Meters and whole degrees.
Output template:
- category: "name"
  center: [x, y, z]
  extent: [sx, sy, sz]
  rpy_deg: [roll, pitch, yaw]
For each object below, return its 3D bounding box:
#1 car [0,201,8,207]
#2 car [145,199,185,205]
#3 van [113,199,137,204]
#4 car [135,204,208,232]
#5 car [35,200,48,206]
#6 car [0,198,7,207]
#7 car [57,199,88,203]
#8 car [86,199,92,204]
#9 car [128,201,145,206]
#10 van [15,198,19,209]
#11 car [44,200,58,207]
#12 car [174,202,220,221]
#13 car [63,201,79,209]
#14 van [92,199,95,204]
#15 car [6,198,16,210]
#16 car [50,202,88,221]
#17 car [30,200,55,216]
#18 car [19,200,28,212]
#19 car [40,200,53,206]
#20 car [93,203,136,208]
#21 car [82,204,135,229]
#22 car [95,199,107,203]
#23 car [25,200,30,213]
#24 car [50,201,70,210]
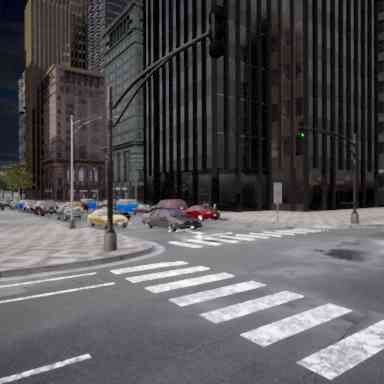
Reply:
- category: "car"
  center: [-44.426, 2.770, 78.044]
  extent: [1.802, 1.307, 4.206]
  rpy_deg: [-1, 0, -35]
- category: "car"
  center: [-2.336, 1.667, 33.646]
  extent: [2.192, 1.841, 5.009]
  rpy_deg: [-1, 0, -35]
- category: "van"
  center: [-8.228, 1.831, 41.940]
  extent: [1.690, 1.788, 3.998]
  rpy_deg: [-1, 0, -35]
- category: "car"
  center: [-1.528, 1.793, 22.414]
  extent: [2.033, 1.411, 5.357]
  rpy_deg: [0, -1, -36]
- category: "car"
  center: [-37.786, 2.708, 83.418]
  extent: [2.008, 1.369, 4.403]
  rpy_deg: [-1, 0, -35]
- category: "car"
  center: [-41.308, 2.666, 73.665]
  extent: [1.887, 1.381, 4.507]
  rpy_deg: [-1, 0, -35]
- category: "car"
  center: [-15.022, 2.040, 41.388]
  extent: [1.882, 1.535, 5.008]
  rpy_deg: [0, -1, -35]
- category: "car"
  center: [-16.997, 2.131, 49.565]
  extent: [1.882, 1.535, 5.008]
  rpy_deg: [0, -1, -35]
- category: "car"
  center: [-5.277, 2.003, 37.793]
  extent: [1.802, 1.307, 4.206]
  rpy_deg: [-1, 0, -35]
- category: "van"
  center: [-26.181, 2.122, 52.419]
  extent: [1.690, 1.788, 3.998]
  rpy_deg: [-1, 0, -35]
- category: "car"
  center: [-31.750, 2.593, 74.942]
  extent: [1.947, 1.339, 4.313]
  rpy_deg: [-1, 0, -35]
- category: "car"
  center: [0.615, 1.827, 29.499]
  extent: [1.887, 1.381, 4.507]
  rpy_deg: [-1, 0, -35]
- category: "car"
  center: [-22.697, 2.405, 62.230]
  extent: [1.802, 1.307, 4.206]
  rpy_deg: [-1, 0, -35]
- category: "van"
  center: [-17.067, 2.036, 54.381]
  extent: [1.690, 1.788, 3.998]
  rpy_deg: [-1, 0, -35]
- category: "car"
  center: [-31.951, 2.353, 60.523]
  extent: [1.967, 1.590, 4.097]
  rpy_deg: [-1, 0, -35]
- category: "car"
  center: [-12.005, 2.003, 32.520]
  extent: [2.008, 1.369, 4.403]
  rpy_deg: [-1, 0, -35]
- category: "car"
  center: [-17.679, 1.900, 40.480]
  extent: [2.192, 1.841, 5.009]
  rpy_deg: [-1, 0, -35]
- category: "car"
  center: [-23.344, 2.156, 48.439]
  extent: [1.967, 1.590, 4.097]
  rpy_deg: [-1, 0, -35]
- category: "car"
  center: [-34.769, 2.659, 79.181]
  extent: [1.947, 1.339, 4.313]
  rpy_deg: [-1, 0, -35]
- category: "car"
  center: [-7.303, 1.982, 30.524]
  extent: [1.895, 1.301, 4.718]
  rpy_deg: [0, -1, -35]
- category: "car"
  center: [-6.239, 1.842, 24.422]
  extent: [1.752, 1.417, 4.829]
  rpy_deg: [-1, 0, -35]
- category: "car"
  center: [-11.175, 1.873, 46.087]
  extent: [2.192, 1.841, 5.009]
  rpy_deg: [-1, 0, -35]
- category: "car"
  center: [-20.508, 2.195, 44.459]
  extent: [1.887, 1.381, 4.507]
  rpy_deg: [-1, 0, -35]
- category: "car"
  center: [-23.051, 2.339, 57.981]
  extent: [2.033, 1.411, 5.357]
  rpy_deg: [0, -1, -35]
